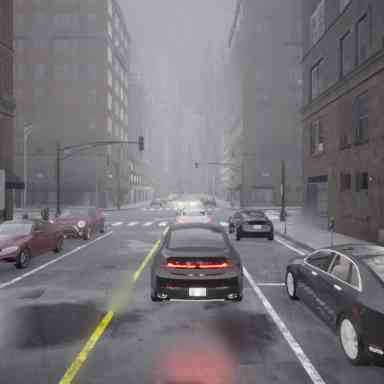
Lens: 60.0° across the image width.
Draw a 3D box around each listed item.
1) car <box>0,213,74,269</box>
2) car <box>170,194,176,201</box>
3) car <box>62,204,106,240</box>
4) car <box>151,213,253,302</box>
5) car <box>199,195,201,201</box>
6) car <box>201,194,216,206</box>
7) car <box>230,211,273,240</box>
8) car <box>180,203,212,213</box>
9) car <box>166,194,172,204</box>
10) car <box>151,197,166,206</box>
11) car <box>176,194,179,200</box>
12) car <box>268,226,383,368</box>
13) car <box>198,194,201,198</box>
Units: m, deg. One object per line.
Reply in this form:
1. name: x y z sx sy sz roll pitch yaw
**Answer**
1. car: -5.671 1.582 11.087 1.802 1.307 4.206 0 0 0
2. car: -5.593 1.626 80.563 1.752 1.417 4.829 0 0 0
3. car: -5.672 1.441 16.588 1.967 1.590 4.097 0 0 0
4. car: 0.097 1.505 8.253 1.837 1.490 4.892 0 0 0
5. car: 2.905 1.607 64.496 2.008 1.369 4.403 0 0 0
6. car: 2.885 1.476 53.679 1.967 1.590 4.097 0 0 0
7. car: 2.854 1.567 16.588 1.947 1.339 4.313 0 0 0
8. car: 0.081 1.527 17.401 1.812 1.442 4.674 0 0 -1
9. car: -5.620 1.607 64.508 2.008 1.369 4.403 0 0 0
10. car: -5.639 1.618 53.691 1.802 1.307 4.206 0 0 0
11. car: -5.575 1.457 91.551 2.192 1.841 5.009 0 0 0
12. car: 2.855 1.551 5.586 2.008 1.369 4.403 0 0 0
13. car: 2.923 1.524 75.314 1.967 1.590 4.097 0 0 0
